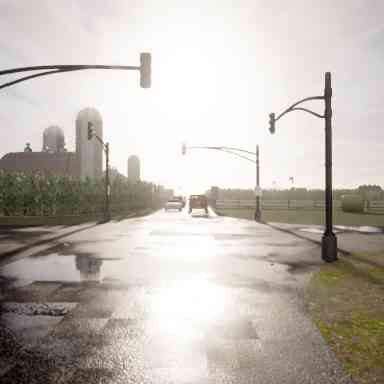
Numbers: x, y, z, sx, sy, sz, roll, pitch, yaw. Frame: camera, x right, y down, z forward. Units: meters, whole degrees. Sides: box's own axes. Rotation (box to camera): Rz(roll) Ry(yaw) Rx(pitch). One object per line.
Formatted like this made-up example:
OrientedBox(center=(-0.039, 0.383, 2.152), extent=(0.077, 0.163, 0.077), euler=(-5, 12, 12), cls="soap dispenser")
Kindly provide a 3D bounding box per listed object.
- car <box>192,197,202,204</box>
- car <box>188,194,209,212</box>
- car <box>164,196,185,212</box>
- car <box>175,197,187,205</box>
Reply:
OrientedBox(center=(1.061, 1.693, 67.985), extent=(1.895, 1.301, 4.718), euler=(0, 0, 1), cls="car")
OrientedBox(center=(0.736, 1.258, 38.642), extent=(2.150, 2.045, 5.566), euler=(0, 0, 1), cls="car")
OrientedBox(center=(-2.201, 1.564, 40.086), extent=(1.812, 1.442, 4.674), euler=(0, 0, 1), cls="car")
OrientedBox(center=(-1.957, 1.620, 60.094), extent=(2.033, 1.411, 5.357), euler=(0, 0, 1), cls="car")
